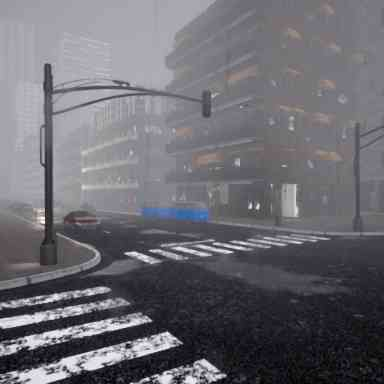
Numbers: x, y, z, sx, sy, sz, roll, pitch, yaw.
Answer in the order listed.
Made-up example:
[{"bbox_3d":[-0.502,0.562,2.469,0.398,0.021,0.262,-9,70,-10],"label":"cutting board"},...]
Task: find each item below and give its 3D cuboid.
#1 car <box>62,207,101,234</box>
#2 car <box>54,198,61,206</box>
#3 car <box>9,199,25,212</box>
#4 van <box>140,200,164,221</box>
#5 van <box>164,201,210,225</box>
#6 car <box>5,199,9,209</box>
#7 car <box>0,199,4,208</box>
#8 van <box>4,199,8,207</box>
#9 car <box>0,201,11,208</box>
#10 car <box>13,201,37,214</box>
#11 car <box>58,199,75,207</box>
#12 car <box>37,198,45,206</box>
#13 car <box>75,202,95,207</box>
[{"bbox_3d":[-7.263,1.874,21.687,1.802,1.307,4.206,-1,0,-33],"label":"car"},{"bbox_3d":[-27.962,2.238,68.380,2.192,1.841,5.009,-1,0,-33],"label":"car"},{"bbox_3d":[-25.723,2.174,49.775,1.967,1.590,4.097,-1,0,-33],"label":"car"},{"bbox_3d":[-3.353,1.674,30.929,1.690,1.788,3.998,-1,0,-33],"label":"van"},{"bbox_3d":[-0.277,1.601,26.247,1.690,1.788,3.998,-1,0,-33],"label":"van"},{"bbox_3d":[-28.796,2.358,54.457,2.008,1.369,4.403,-1,0,-33],"label":"car"},{"bbox_3d":[-38.049,2.344,68.489,2.192,1.841,5.009,-1,0,-33],"label":"car"},{"bbox_3d":[-31.877,2.222,59.138,1.690,1.788,3.998,-1,0,-33],"label":"van"},{"bbox_3d":[-41.134,2.654,73.160,2.008,1.369,4.403,-1,0,-33],"label":"car"},{"bbox_3d":[-22.644,2.242,45.094,1.802,1.307,4.206,-1,0,-33],"label":"car"},{"bbox_3d":[-21.899,2.303,59.159,1.752,1.417,4.829,-1,0,-33],"label":"car"},{"bbox_3d":[-34.115,2.386,77.743,2.192,1.841,5.009,-1,0,-33],"label":"car"},{"bbox_3d":[-15.652,2.209,49.654,1.802,1.307,4.206,-1,0,-33],"label":"car"}]
